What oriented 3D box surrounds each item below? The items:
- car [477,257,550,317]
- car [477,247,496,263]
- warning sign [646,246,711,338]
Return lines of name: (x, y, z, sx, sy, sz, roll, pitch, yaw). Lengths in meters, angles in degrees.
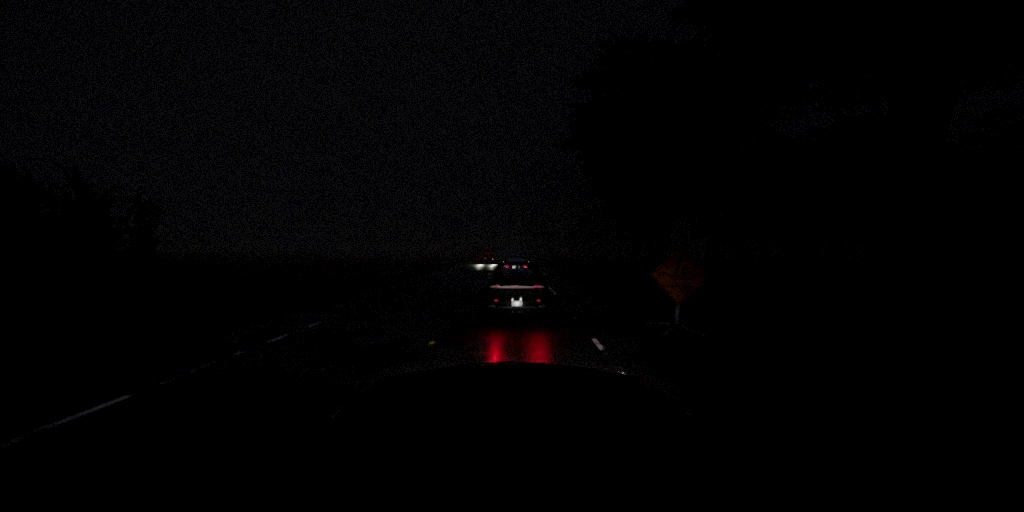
car: (0.166, 0.976, 11.858, 2.128, 1.511, 4.902, 0, 2, 1)
car: (-3.177, -0.102, 45.995, 2.150, 2.045, 5.566, 0, 1, 1)
warning sign: (3.605, 0.705, 7.896, 1.300, 1.860, 1.060, 0, 0, 1)
